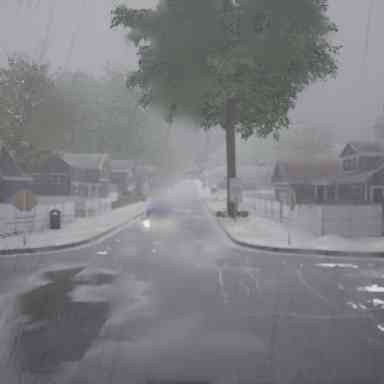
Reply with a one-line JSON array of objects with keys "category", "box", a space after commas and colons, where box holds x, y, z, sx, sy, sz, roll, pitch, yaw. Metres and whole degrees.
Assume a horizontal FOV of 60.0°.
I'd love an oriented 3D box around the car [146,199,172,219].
[{"category": "car", "box": [-2.754, 1.362, 28.657, 1.882, 1.535, 5.008, 0, 1, 0]}]
